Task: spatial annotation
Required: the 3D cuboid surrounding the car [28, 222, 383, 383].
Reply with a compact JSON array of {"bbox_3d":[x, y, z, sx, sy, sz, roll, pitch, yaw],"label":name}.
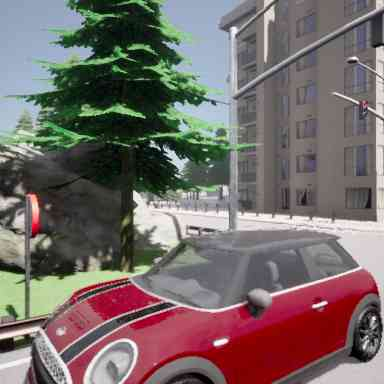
[{"bbox_3d":[0.446,1.351,4.301,4.553,1.767,2.097,0,0,-35],"label":"car"}]
